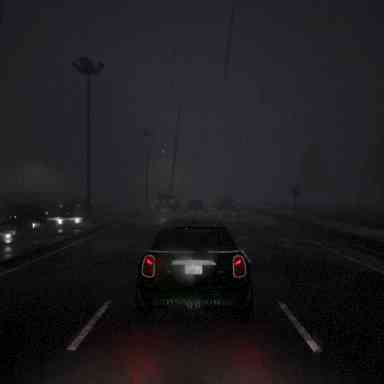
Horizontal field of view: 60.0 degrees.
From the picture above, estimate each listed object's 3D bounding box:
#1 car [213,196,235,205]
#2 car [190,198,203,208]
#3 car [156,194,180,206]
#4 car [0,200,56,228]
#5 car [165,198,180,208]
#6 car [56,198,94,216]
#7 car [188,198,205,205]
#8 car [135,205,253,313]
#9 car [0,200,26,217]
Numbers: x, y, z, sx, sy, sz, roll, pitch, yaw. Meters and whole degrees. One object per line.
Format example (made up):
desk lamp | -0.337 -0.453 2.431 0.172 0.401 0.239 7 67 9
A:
car | 4.006 1.350 40.178 2.097 1.767 4.553 0 0 1
car | 0.629 1.599 50.548 1.895 1.301 4.718 0 0 1
car | -3.011 1.220 39.594 2.150 2.045 5.566 0 0 1
car | -11.252 1.491 21.915 2.128 1.511 4.902 0 0 1
car | -2.883 1.562 50.185 1.994 1.385 4.181 0 0 1
car | -11.116 1.351 32.051 2.097 1.767 4.553 0 0 1
car | 0.506 1.490 40.206 2.128 1.511 4.902 0 0 1
car | 0.060 1.352 7.812 2.097 1.767 4.553 0 0 1
car | -18.116 1.524 32.114 1.812 1.442 4.674 0 0 1
